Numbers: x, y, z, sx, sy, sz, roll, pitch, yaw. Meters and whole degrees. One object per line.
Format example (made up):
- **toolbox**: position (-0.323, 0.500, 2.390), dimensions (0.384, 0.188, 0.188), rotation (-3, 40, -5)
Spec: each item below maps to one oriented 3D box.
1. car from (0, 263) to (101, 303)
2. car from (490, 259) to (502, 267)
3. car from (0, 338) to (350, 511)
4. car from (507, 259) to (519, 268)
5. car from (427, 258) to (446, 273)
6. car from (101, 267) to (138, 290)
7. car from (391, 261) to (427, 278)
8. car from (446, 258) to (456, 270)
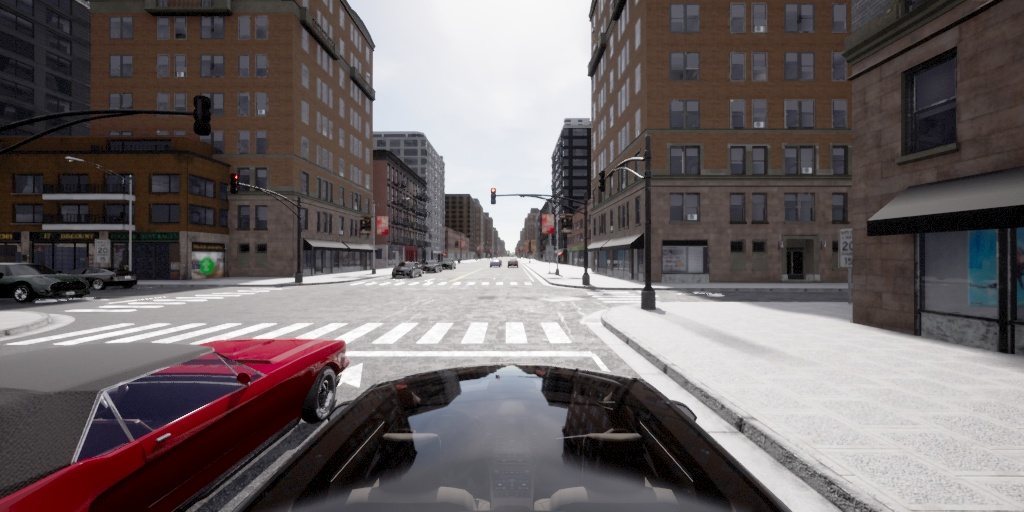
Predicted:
- **car**: position (-22.163, 1.095, 16.196), dimensions (4.553, 1.767, 2.097), rotation (0, 0, 0)
- **car**: position (-2.979, 1.287, 64.154), dimensions (2.033, 1.411, 5.357), rotation (0, 0, 0)
- **car**: position (-3.157, 1.351, 2.837), dimensions (1.895, 1.301, 4.718), rotation (0, 0, 0)
- **car**: position (0.166, 1.245, 62.199), dimensions (1.837, 1.490, 4.892), rotation (0, 0, 0)
- **car**: position (-9.731, 1.251, 43.556), dimensions (1.837, 1.490, 4.892), rotation (0, 0, 1)
- **car**: position (-25.321, 1.330, 21.705), dimensions (4.313, 1.339, 1.948), rotation (0, 0, 0)
- **car**: position (-9.759, 1.253, 33.704), dimensions (1.837, 1.490, 4.892), rotation (0, 0, 0)
- **car**: position (-9.699, 1.095, 53.617), dimensions (2.097, 1.767, 4.553), rotation (0, 0, 0)
